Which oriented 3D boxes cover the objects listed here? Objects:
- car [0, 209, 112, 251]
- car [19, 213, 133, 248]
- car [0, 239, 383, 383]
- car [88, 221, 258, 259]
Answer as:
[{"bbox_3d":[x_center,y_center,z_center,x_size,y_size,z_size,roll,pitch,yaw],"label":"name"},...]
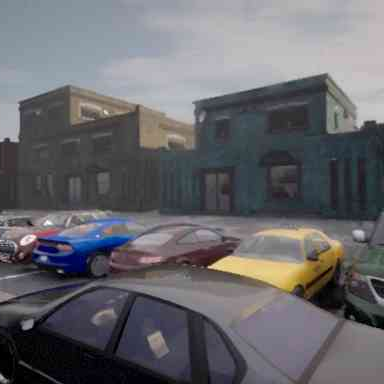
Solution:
[{"bbox_3d":[-4.654,1.494,12.296,2.185,1.767,4.553,-1,-1,35],"label":"car"},{"bbox_3d":[-2.427,1.578,10.667,2.097,1.535,5.008,-1,-1,35],"label":"car"},{"bbox_3d":[-0.328,1.570,3.609,5.357,1.411,2.033,-1,0,35],"label":"car"},{"bbox_3d":[-0.181,1.580,9.072,2.002,1.452,4.674,-1,-1,35],"label":"car"}]
